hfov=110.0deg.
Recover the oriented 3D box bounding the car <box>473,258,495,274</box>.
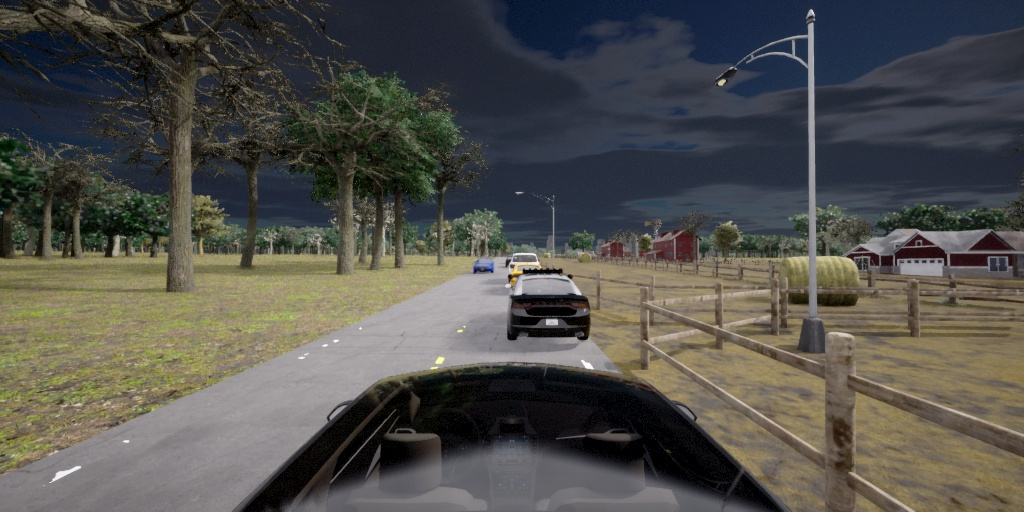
[{"bbox_3d":[-2.721,0.942,35.344,1.882,1.535,5.008,0,1,0],"label":"car"}]

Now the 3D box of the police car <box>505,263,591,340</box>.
[{"bbox_3d":[0.832,1.156,10.019,1.930,1.638,5.238,0,0,0],"label":"police car"}]

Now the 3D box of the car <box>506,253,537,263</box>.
[{"bbox_3d":[0.846,0.810,25.941,2.150,2.045,5.566,0,1,0],"label":"car"}]

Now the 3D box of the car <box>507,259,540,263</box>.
[{"bbox_3d":[0.840,1.134,19.910,1.882,1.535,5.008,0,1,0],"label":"car"}]
